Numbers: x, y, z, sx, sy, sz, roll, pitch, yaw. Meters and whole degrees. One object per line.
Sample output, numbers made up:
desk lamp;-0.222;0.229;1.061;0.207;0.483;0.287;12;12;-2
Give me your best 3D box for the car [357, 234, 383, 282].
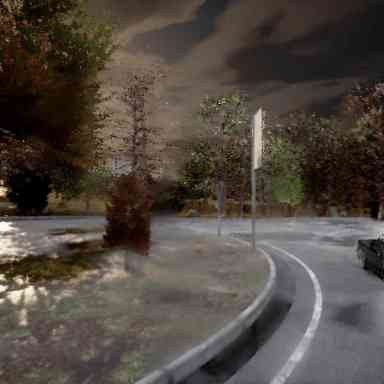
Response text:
car;5.510;1.668;8.260;1.895;1.301;4.718;0;0;16
